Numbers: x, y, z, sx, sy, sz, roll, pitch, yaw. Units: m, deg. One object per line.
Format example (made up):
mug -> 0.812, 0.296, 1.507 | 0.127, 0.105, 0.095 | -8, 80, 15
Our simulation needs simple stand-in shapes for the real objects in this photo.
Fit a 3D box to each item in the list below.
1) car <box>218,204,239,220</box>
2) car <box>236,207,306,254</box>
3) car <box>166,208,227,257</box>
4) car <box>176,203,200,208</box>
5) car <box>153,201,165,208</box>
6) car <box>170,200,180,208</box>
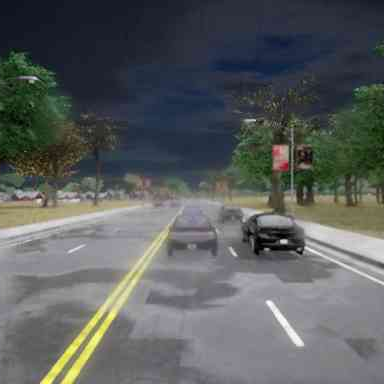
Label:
car -> 3.275, 1.807, 28.503 | 1.837, 1.490, 4.892 | 0, 0, 1
car -> 3.281, 1.623, 14.255 | 1.882, 1.535, 5.008 | 0, 0, 1
car -> 0.024, 1.631, 13.510 | 2.128, 1.511, 4.902 | 0, 0, 1
car -> 0.011, 1.836, 27.524 | 2.033, 1.411, 5.357 | 0, -1, 0
car -> -6.507, 2.409, 65.302 | 1.895, 1.301, 4.718 | 0, -1, 0
car -> -3.264, 2.287, 65.332 | 1.882, 1.535, 5.008 | 0, -1, 0
